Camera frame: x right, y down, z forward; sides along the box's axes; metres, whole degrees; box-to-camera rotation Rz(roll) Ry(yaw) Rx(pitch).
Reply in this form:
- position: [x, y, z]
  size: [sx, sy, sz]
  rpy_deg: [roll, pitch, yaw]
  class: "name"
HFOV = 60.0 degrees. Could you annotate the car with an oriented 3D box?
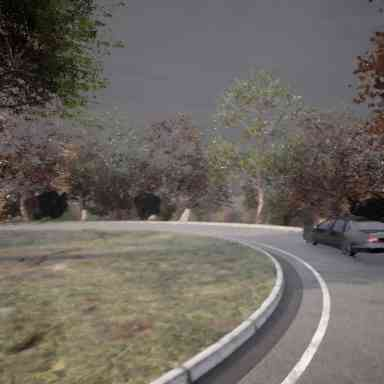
- position: [6.458, 1.719, 13.721]
  size: [2.033, 1.411, 5.357]
  rpy_deg: [-1, -1, -5]
  class: "car"
